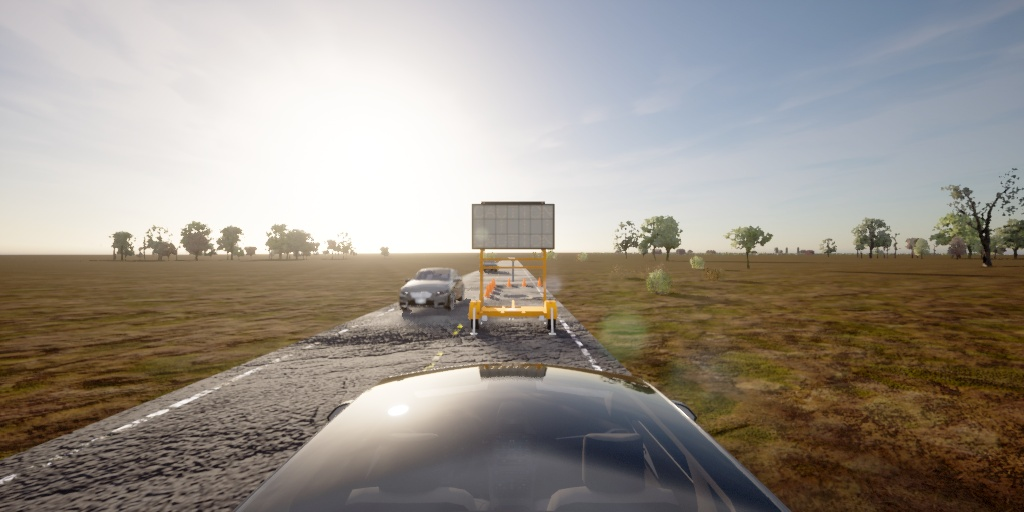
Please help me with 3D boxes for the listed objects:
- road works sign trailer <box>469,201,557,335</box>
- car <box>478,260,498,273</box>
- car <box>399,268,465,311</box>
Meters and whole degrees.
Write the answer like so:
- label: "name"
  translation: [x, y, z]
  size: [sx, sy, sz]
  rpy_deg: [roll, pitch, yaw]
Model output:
- label: "road works sign trailer"
  translation: [0.034, 0.214, 10.505]
  size: [2.380, 3.560, 2.880]
  rpy_deg: [0, 0, 0]
- label: "car"
  translation: [-2.850, 1.101, 43.417]
  size: [2.097, 1.767, 4.553]
  rpy_deg: [0, 0, 0]
- label: "car"
  translation: [-3.051, 1.241, 14.458]
  size: [2.128, 1.511, 4.902]
  rpy_deg: [0, 0, 0]
